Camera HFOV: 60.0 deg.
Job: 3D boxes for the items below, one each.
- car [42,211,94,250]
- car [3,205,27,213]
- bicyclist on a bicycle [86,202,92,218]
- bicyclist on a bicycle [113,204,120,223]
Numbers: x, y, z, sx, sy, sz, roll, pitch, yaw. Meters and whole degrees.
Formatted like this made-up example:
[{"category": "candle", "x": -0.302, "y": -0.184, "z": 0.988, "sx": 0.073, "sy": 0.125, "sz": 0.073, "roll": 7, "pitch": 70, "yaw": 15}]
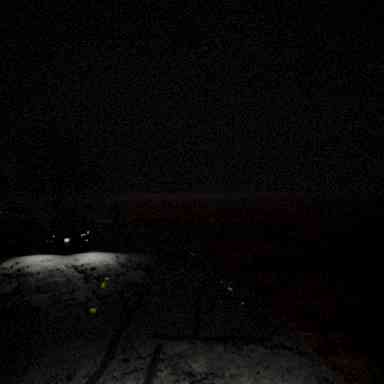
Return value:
[{"category": "car", "x": -5.575, "y": 1.666, "z": 15.298, "sx": 1.837, "sy": 1.490, "sz": 4.892, "roll": 1, "pitch": -1, "yaw": -17}, {"category": "car", "x": -27.960, "y": 2.678, "z": 52.408, "sx": 4.718, "sy": 1.301, "sz": 1.895, "roll": -1, "pitch": -2, "yaw": 40}, {"category": "bicyclist on a bicycle", "x": -11.375, "y": 1.996, "z": 36.657, "sx": 0.659, "sy": 1.776, "sz": 1.843, "roll": 1, "pitch": -2, "yaw": -33}, {"category": "bicyclist on a bicycle", "x": -6.429, "y": 1.863, "z": 28.400, "sx": 0.582, "sy": 1.620, "sz": 1.656, "roll": 1, "pitch": -2, "yaw": -26}]
